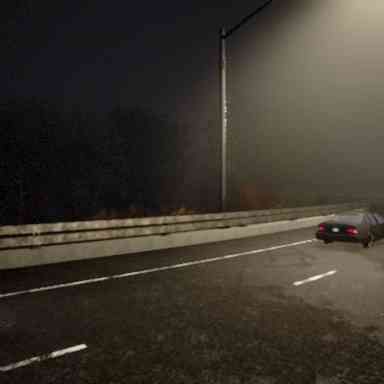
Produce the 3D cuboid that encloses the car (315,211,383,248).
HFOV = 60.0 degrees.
[{"bbox_3d":[7.461,1.538,14.864,5.357,1.411,2.033,0,0,-44],"label":"car"}]

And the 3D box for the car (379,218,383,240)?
[{"bbox_3d":[8.189,1.528,10.751,5.357,1.411,2.033,0,0,-43],"label":"car"}]
